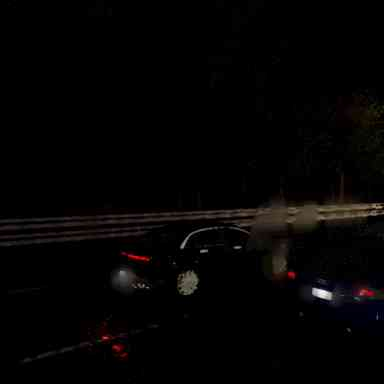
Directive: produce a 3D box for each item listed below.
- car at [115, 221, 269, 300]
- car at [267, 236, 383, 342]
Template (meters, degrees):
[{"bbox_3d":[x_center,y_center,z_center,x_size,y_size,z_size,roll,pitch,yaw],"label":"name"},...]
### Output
[{"bbox_3d":[0.519,1.502,8.418,4.892,1.490,1.837,0,0,-35],"label":"car"},{"bbox_3d":[3.666,1.559,6.363,4.181,1.385,1.994,0,0,-35],"label":"car"}]
